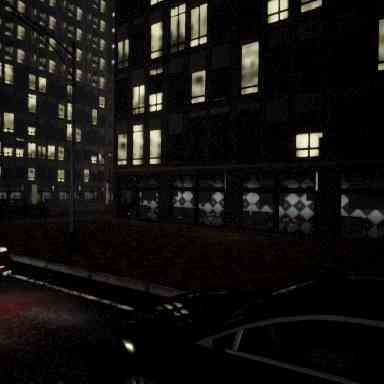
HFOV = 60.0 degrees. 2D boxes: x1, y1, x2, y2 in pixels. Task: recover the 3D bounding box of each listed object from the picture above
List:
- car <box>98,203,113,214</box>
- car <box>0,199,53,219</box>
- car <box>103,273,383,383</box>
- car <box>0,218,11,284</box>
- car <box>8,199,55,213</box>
[{"bbox_3d":[-8.871,1.828,39.768,1.752,1.417,4.829,1,0,36],"label":"car"},{"bbox_3d":[-15.654,1.518,30.546,2.192,1.841,5.009,1,0,36],"label":"car"},{"bbox_3d":[1.327,1.491,2.734,4.902,1.511,2.128,0,0,35],"label":"car"},{"bbox_3d":[-6.356,1.487,8.188,4.902,1.511,2.128,0,0,36],"label":"car"},{"bbox_3d":[-19.166,1.641,39.915,1.752,1.417,4.829,1,0,36],"label":"car"}]
